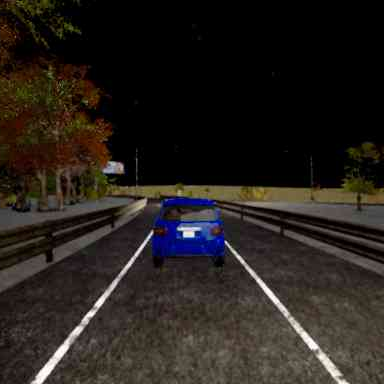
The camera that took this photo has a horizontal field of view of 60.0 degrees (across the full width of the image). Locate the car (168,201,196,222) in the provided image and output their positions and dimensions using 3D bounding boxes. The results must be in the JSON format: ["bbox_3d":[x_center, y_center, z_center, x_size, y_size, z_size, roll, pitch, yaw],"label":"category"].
[{"bbox_3d":[-0.926,1.555,28.007,2.128,1.511,4.902,0,0,-3],"label":"car"}]

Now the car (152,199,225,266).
[{"bbox_3d":[-0.146,1.246,11.740,2.150,2.045,5.566,0,0,-1],"label":"car"}]
